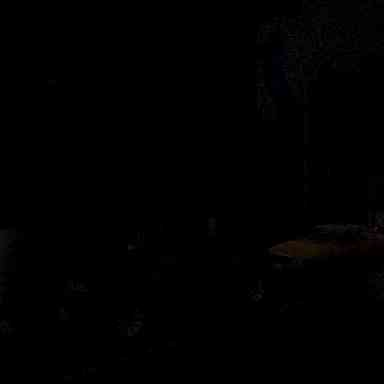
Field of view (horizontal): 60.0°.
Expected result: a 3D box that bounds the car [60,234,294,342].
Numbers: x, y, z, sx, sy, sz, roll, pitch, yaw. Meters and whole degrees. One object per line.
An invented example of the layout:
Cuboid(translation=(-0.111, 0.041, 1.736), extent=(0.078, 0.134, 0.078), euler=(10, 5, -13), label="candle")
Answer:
Cuboid(translation=(-0.242, 1.566, 6.496), extent=(4.313, 1.339, 1.947), euler=(0, 0, -36), label="car")

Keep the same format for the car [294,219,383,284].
Cuboid(translation=(4.030, 1.525, 9.577), extent=(4.829, 1.417, 1.752), euler=(0, 0, -36), label="car")
